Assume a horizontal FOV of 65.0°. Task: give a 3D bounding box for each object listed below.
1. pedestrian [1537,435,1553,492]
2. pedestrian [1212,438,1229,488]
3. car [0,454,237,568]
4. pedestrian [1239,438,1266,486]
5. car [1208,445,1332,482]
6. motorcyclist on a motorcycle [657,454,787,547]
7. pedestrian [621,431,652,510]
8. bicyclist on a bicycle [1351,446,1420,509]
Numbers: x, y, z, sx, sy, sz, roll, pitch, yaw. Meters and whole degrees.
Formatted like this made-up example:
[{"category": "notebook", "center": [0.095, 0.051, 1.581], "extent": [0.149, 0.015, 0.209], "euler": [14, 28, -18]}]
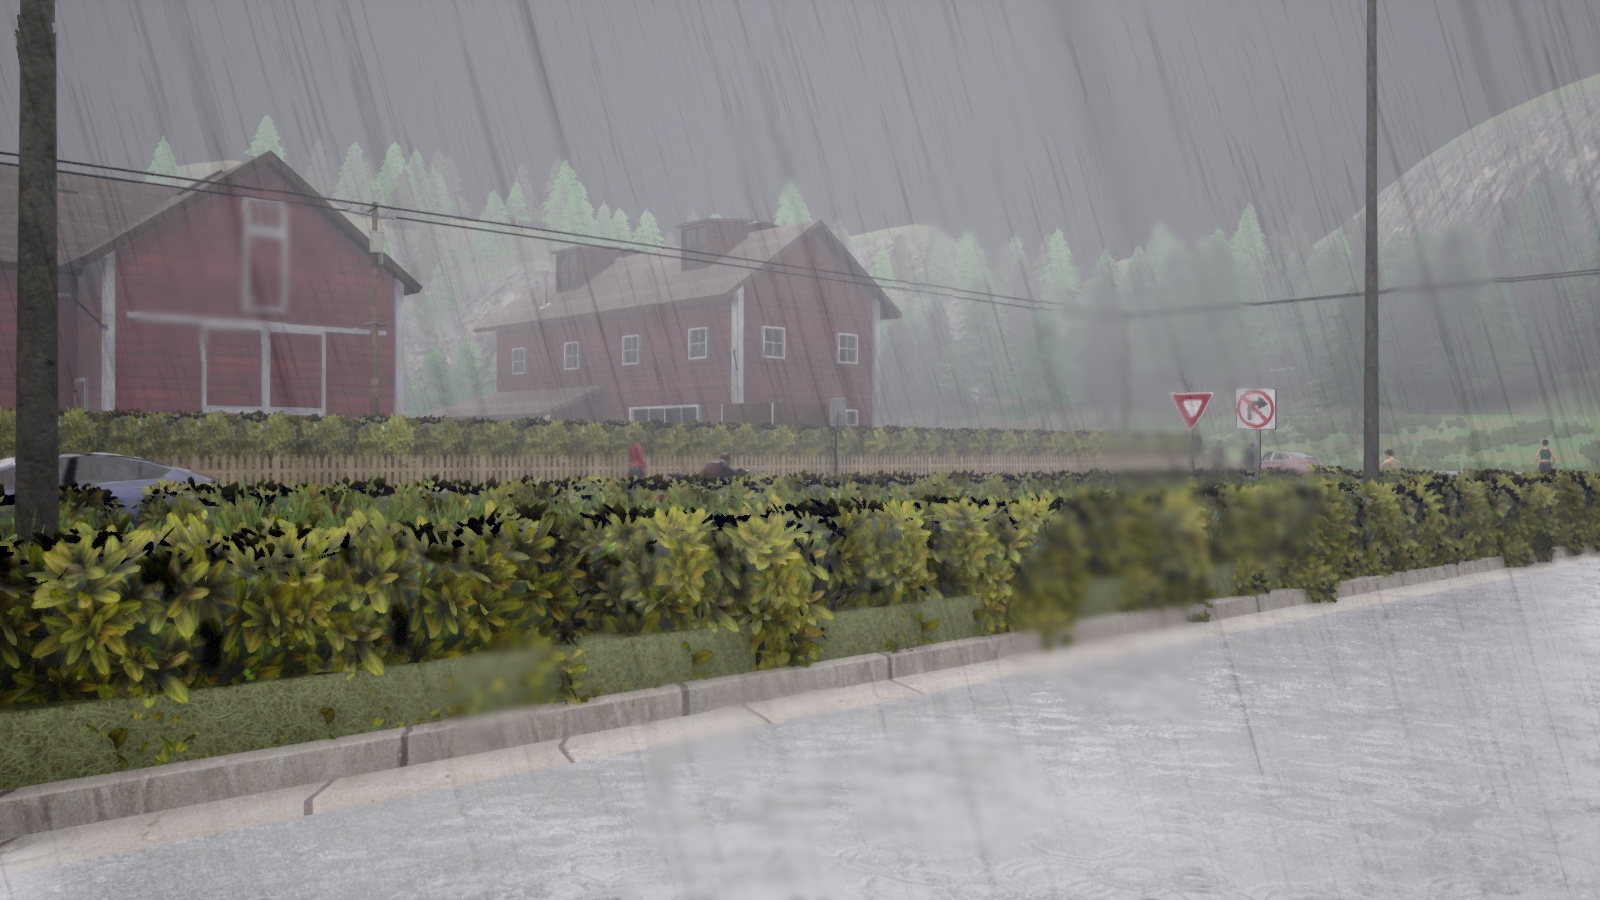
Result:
[{"category": "pedestrian", "center": [24.433, 0.433, 41.169], "extent": [0.345, 1.836, 0.594], "euler": [0, 0, 41]}, {"category": "pedestrian", "center": [15.596, 0.466, 46.588], "extent": [0.634, 1.846, 0.331], "euler": [0, 0, -43]}, {"category": "car", "center": [-10.773, 0.808, 17.625], "extent": [4.792, 1.488, 2.163], "euler": [0, 0, -43]}, {"category": "pedestrian", "center": [17.648, 0.466, 49.023], "extent": [0.849, 1.883, 0.563], "euler": [0, 0, -29]}, {"category": "car", "center": [21.977, 0.601, 58.902], "extent": [2.152, 1.651, 5.027], "euler": [0, 0, -43]}, {"category": "motorcyclist on a motorcycle", "center": [-1.325, 0.830, 21.669], "extent": [2.191, 1.530, 0.866], "euler": [0, 0, -43]}, {"category": "pedestrian", "center": [-3.840, 0.474, 29.548], "extent": [0.636, 1.846, 0.331], "euler": [0, 0, -43]}, {"category": "bicyclist on a bicycle", "center": [15.611, 0.718, 33.508], "extent": [0.866, 1.612, 1.509], "euler": [2, -1, -16]}]
